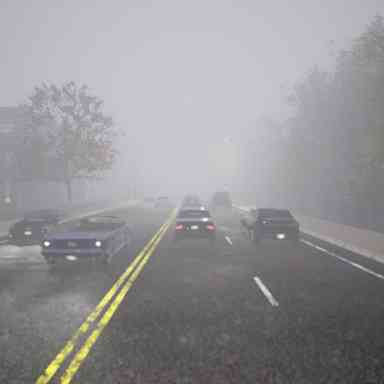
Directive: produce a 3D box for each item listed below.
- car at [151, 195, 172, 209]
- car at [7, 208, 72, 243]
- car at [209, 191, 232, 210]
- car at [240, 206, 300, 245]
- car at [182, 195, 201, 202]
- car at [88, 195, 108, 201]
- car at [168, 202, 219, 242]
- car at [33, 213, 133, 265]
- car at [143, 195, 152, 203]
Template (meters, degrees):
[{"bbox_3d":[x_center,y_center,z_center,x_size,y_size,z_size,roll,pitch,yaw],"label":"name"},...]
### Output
[{"bbox_3d":[-3.541,1.227,40.805,1.812,1.442,4.674,0,0,-1],"label":"car"},{"bbox_3d":[-6.599,1.450,15.371,1.994,1.385,4.181,0,0,0],"label":"car"},{"bbox_3d":[3.199,0.941,38.166,2.150,2.045,5.566,0,0,-1],"label":"car"},{"bbox_3d":[3.353,1.394,14.939,1.837,1.490,4.892,0,0,0],"label":"car"},{"bbox_3d":[-0.040,1.079,37.093,2.097,1.767,4.553,0,0,-1],"label":"car"},{"bbox_3d":[-20.677,1.285,73.427,4.313,1.339,1.947,-1,2,-1],"label":"car"},{"bbox_3d":[0.102,1.431,15.632,2.033,1.411,5.357,0,0,0],"label":"car"},{"bbox_3d":[-3.348,1.516,11.464,1.895,1.301,4.718,0,0,0],"label":"car"},{"bbox_3d":[-6.991,1.157,55.808,1.994,1.385,4.181,0,0,0],"label":"car"}]
